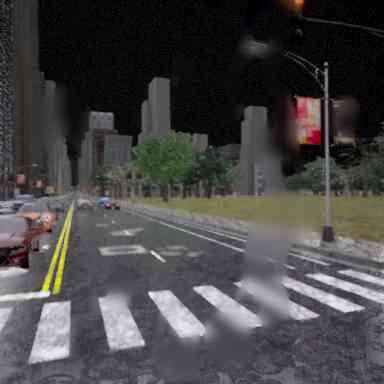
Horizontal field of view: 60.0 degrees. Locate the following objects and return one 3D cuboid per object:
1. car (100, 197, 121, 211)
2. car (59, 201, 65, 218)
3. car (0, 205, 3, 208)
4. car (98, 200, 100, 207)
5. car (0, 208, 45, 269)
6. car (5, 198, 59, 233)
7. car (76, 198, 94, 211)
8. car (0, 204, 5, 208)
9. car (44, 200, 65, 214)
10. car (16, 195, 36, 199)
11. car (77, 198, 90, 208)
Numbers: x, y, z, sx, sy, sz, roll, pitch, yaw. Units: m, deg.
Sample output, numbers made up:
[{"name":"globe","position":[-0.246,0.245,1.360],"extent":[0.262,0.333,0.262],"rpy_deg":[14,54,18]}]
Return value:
[{"name":"car","position":[-10.468,1.683,43.120],"extent":[1.895,1.301,4.718],"rpy_deg":[-1,0,-19]},{"name":"car","position":[-12.458,1.655,28.800],"extent":[2.033,1.411,5.357],"rpy_deg":[-1,0,-19]},{"name":"car","position":[-12.422,1.675,18.821],"extent":[1.994,1.385,4.181],"rpy_deg":[-1,0,-19]},{"name":"car","position":[-13.743,1.590,52.498],"extent":[1.882,1.535,5.008],"rpy_deg":[-1,0,-19]},{"name":"car","position":[-6.291,1.533,11.206],"extent":[1.882,1.535,5.008],"rpy_deg":[-1,0,-20]},{"name":"car","position":[-9.302,1.432,19.748],"extent":[2.097,1.767,4.553],"rpy_deg":[-1,0,-19]},{"name":"car","position":[-13.528,1.639,42.021],"extent":[1.812,1.442,4.674],"rpy_deg":[-1,0,-19]},{"name":"car","position":[-15.704,1.703,28.243],"extent":[1.994,1.385,4.181],"rpy_deg":[-1,0,-20]},{"name":"car","position":[-15.709,1.700,38.202],"extent":[1.994,1.385,4.181],"rpy_deg":[-1,0,-19]},{"name":"car","position":[-19.173,1.392,38.296],"extent":[2.150,2.045,5.566],"rpy_deg":[-1,0,-19]},{"name":"car","position":[-16.811,1.648,51.427],"extent":[1.837,1.490,4.892],"rpy_deg":[-1,0,-19]}]
